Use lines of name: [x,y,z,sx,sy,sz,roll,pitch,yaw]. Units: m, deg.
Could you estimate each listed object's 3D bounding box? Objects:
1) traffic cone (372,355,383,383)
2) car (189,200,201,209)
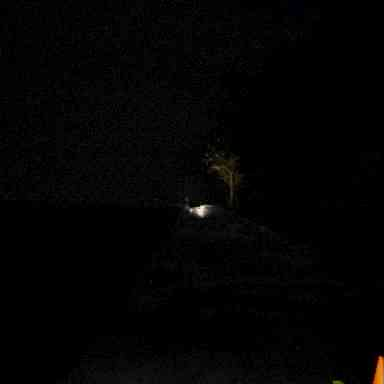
traffic cone: [1.940,1.974,3.410,0.340,0.580,0.340,0,0,0]
car: [0.498,1.990,54.734,2.033,1.411,5.357,0,-1,0]
